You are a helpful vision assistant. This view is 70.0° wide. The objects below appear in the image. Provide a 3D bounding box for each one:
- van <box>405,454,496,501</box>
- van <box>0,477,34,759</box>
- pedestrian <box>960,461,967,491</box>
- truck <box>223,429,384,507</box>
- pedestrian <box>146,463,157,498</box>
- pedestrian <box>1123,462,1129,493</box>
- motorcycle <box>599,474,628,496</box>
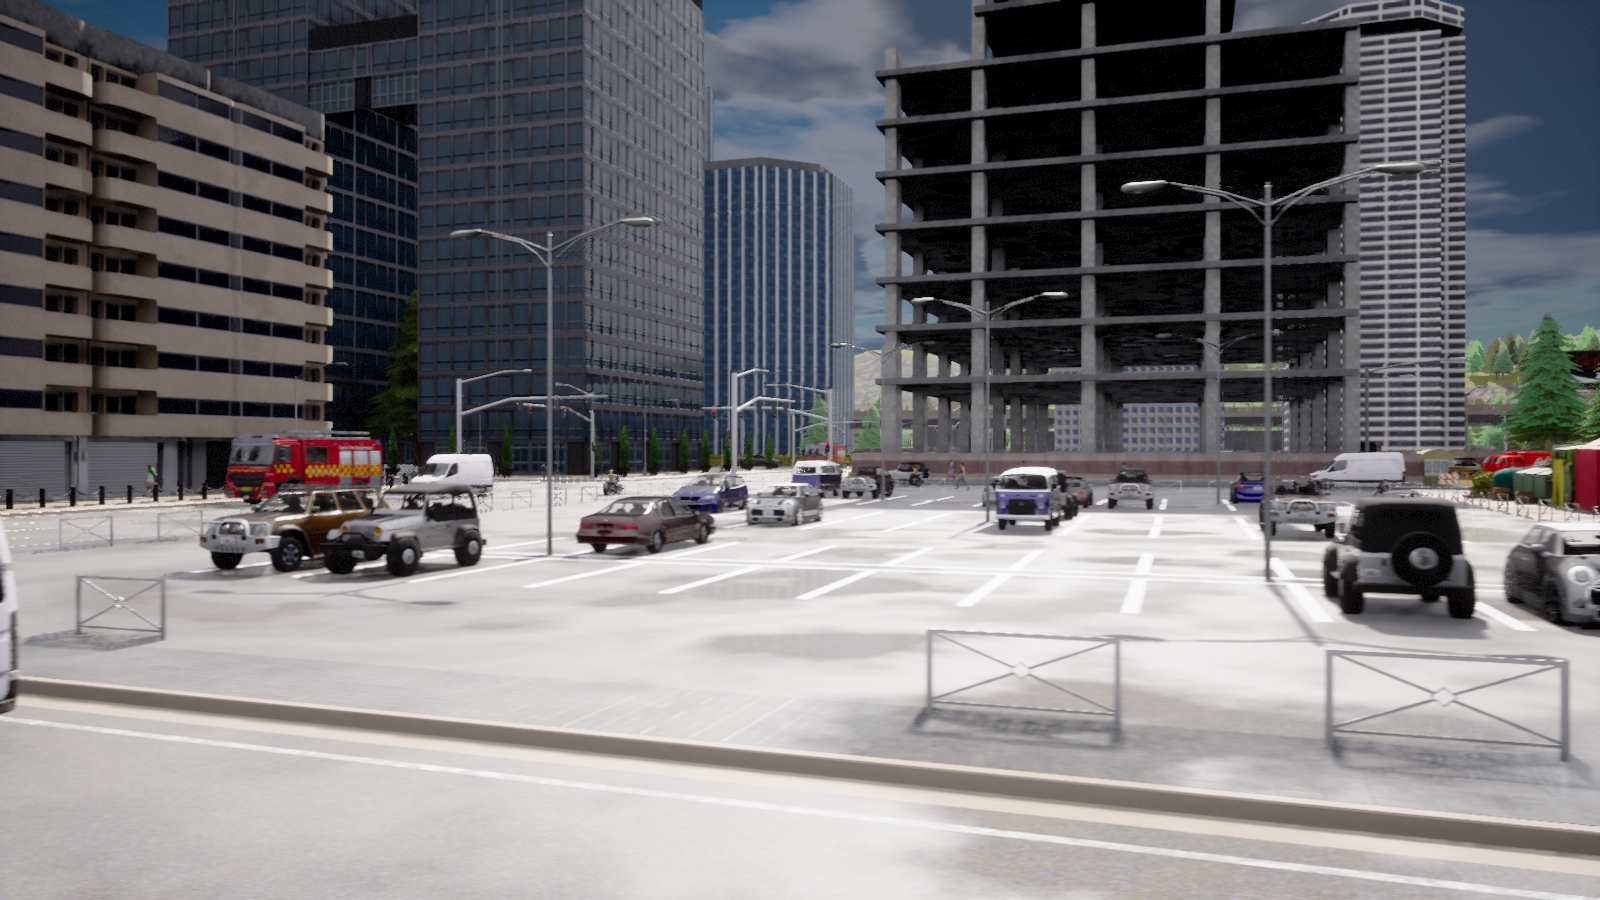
[{"bbox_3d":[-20.243,1.536,66.466,1.988,2.561,5.915,0,0,18],"label":"van"},{"bbox_3d":[-10.295,1.535,10.777,5.915,2.561,1.988,0,0,20],"label":"van"},{"bbox_3d":[10.324,1.643,72.219,0.375,1.860,0.375,0,0,15],"label":"pedestrian"},{"bbox_3d":[-25.956,0.892,60.351,2.891,3.827,8.468,0,0,18],"label":"truck"},{"bbox_3d":[-35.139,1.662,61.916,0.375,1.860,0.375,0,0,40],"label":"pedestrian"},{"bbox_3d":[19.635,1.641,68.830,0.375,1.860,0.375,0,0,14],"label":"pedestrian"},{"bbox_3d":[-11.502,2.156,70.579,0.764,1.307,2.356,0,0,18],"label":"motorcycle"}]
